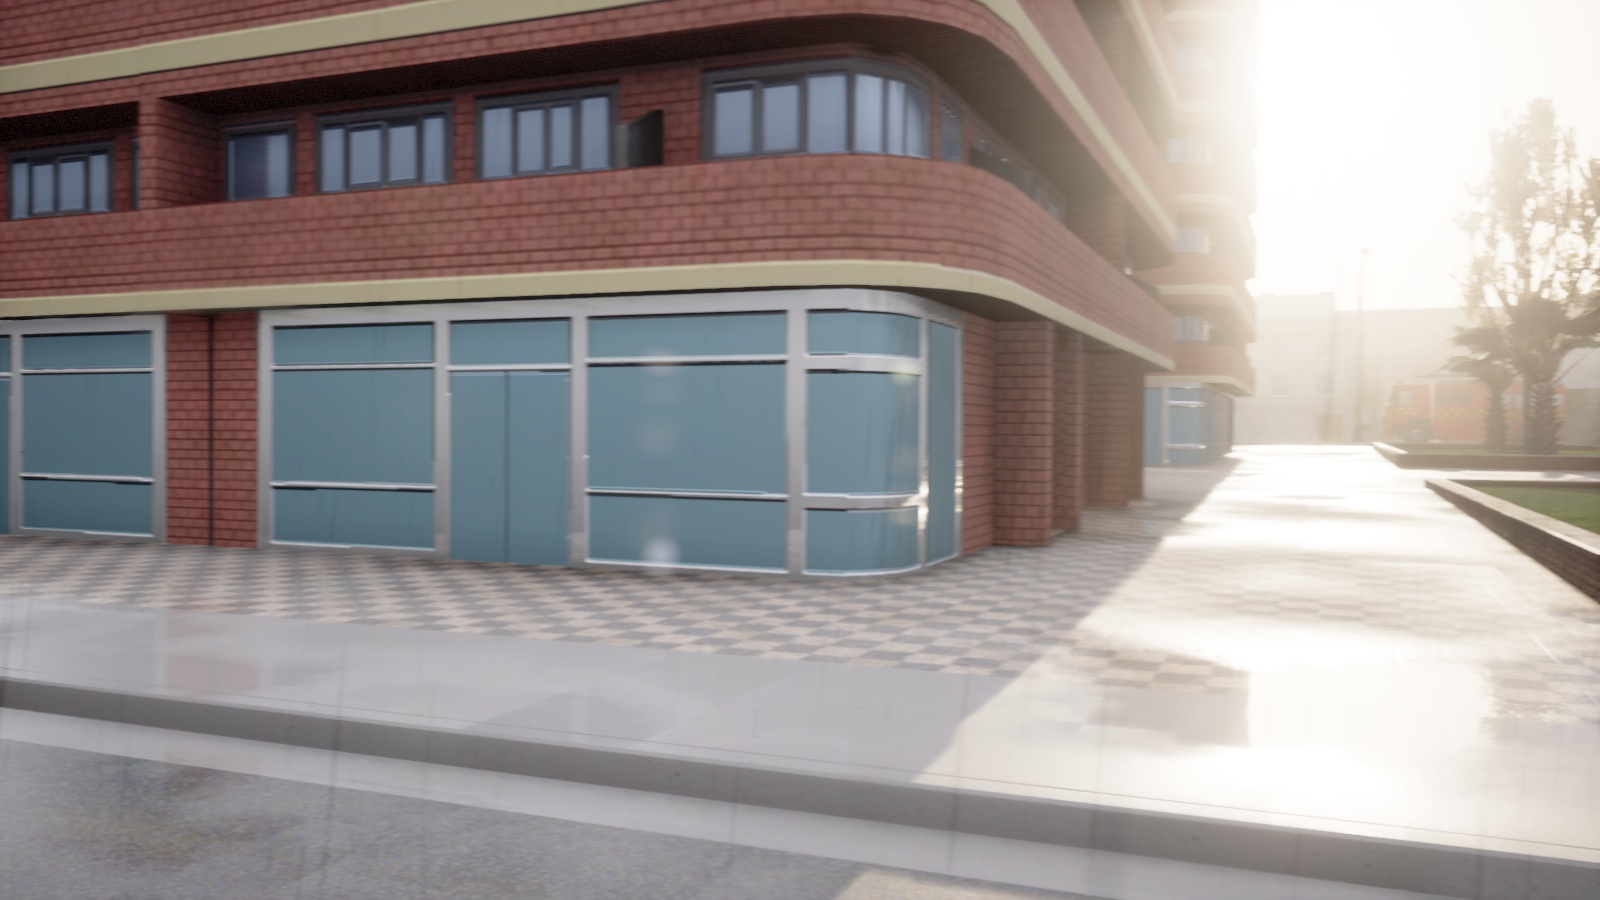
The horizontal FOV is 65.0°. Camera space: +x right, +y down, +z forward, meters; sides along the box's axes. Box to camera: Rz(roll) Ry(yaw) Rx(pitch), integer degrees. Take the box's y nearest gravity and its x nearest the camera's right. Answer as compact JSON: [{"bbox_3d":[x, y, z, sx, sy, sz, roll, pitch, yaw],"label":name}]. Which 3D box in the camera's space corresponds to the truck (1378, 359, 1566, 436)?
[{"bbox_3d":[35.160,-2.683,66.129,8.468,3.827,2.891,0,1,22],"label":"truck"}]
